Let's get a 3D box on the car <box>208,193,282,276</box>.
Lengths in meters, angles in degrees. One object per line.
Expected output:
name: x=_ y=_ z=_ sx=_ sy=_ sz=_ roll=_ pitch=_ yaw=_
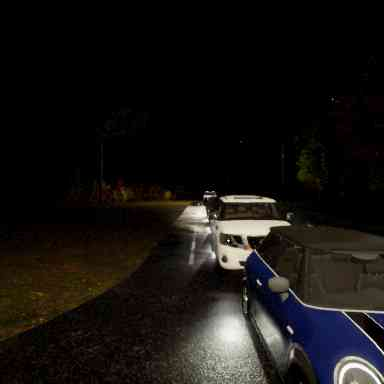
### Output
car: x=1.745 y=1.160 z=10.473 sx=2.150 sy=2.045 sz=5.566 roll=0 pitch=0 yaw=1

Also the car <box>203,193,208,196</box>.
car: x=2.558 y=1.275 z=41.567 sx=2.128 sy=1.511 sz=4.902 roll=0 pitch=0 yaw=2

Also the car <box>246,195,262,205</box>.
car: x=9.851 y=1.203 z=53.143 sx=1.882 sy=1.535 sz=5.008 roll=0 pitch=0 yaw=1

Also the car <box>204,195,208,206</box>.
car: x=2.224 y=1.322 z=29.313 sx=1.882 sy=1.535 sz=5.008 roll=0 pitch=0 yaw=2

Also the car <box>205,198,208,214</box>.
car: x=2.062 y=1.380 z=23.060 sx=1.837 sy=1.490 sz=4.892 roll=0 pitch=0 yaw=2

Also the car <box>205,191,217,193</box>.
car: x=2.964 y=0.938 z=54.408 sx=2.150 sy=2.045 sz=5.566 roll=0 pitch=0 yaw=3

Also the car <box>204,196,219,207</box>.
car: x=2.761 y=1.314 z=47.975 sx=1.994 sy=1.385 sz=4.181 roll=0 pitch=0 yaw=3

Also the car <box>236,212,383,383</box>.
car: x=1.941 y=1.338 z=4.126 sx=2.097 sy=1.767 sz=4.553 roll=0 pitch=0 yaw=0
